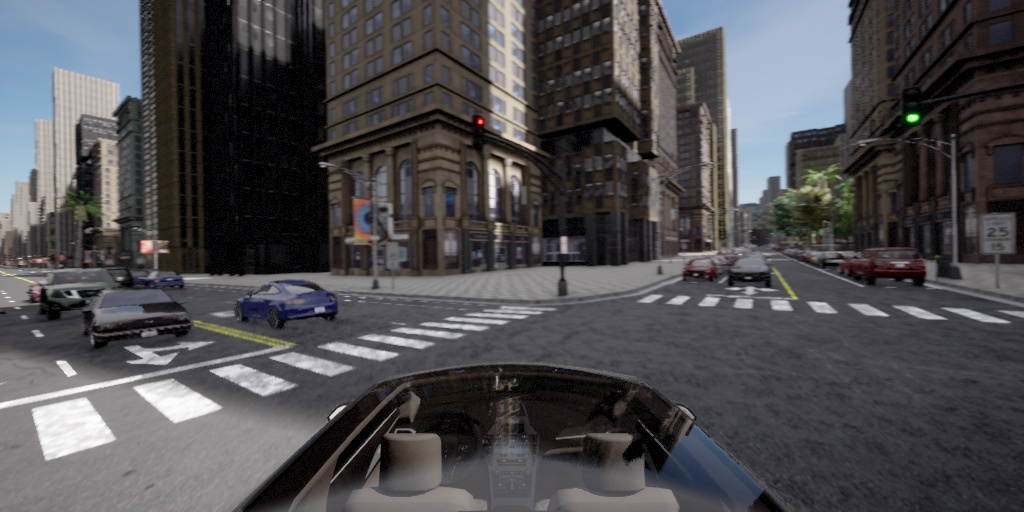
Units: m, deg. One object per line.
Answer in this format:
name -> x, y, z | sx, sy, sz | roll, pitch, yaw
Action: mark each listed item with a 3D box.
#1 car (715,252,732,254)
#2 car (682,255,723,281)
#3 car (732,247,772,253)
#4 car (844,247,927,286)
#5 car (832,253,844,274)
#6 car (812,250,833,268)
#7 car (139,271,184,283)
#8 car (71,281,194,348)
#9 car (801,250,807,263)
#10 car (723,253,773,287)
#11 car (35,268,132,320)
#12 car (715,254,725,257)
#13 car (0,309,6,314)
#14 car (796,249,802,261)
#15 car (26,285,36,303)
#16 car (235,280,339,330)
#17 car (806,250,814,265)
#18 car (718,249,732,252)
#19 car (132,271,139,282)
car -> 18.612, 0.605, 32.555 | 1.888, 1.381, 4.507 | 0, 0, 35
car -> 12.333, 0.826, 23.427 | 1.888, 1.381, 4.507 | 0, 0, 35
car -> 18.765, 0.449, 28.018 | 2.097, 1.767, 4.553 | -1, 1, 35
car -> 19.356, 0.481, 18.596 | 2.192, 1.841, 5.009 | 0, 0, 35
car -> 22.496, 0.602, 23.159 | 1.888, 1.381, 4.507 | 0, 0, 35
car -> 28.776, 0.397, 32.288 | 1.948, 1.339, 4.313 | 0, 0, 35
car -> -31.902, 2.127, 32.749 | 4.553, 1.767, 2.097 | -2, 0, 34
car -> -11.427, 1.675, 10.806 | 5.357, 1.411, 2.033 | -2, 0, 37
car -> 35.056, 0.173, 41.417 | 1.802, 1.307, 4.207 | 0, 0, 35
car -> 13.117, 0.773, 19.820 | 1.882, 1.535, 5.008 | -1, 1, 35
car -> -19.667, 1.601, 16.393 | 5.566, 2.045, 2.150 | -2, 0, 34
car -> 15.473, 0.722, 27.991 | 2.007, 1.370, 4.403 | 0, 0, 35
car -> -13.013, 1.651, 7.927 | 4.902, 1.511, 2.128 | -2, 0, 36
car -> 38.196, -0.094, 45.982 | 1.967, 1.591, 4.097 | 0, 0, 35
car -> -30.139, 2.221, 23.578 | 4.674, 1.442, 1.812 | -2, 0, 35
car -> -7.835, 1.561, 12.450 | 4.674, 1.442, 1.812 | -2, -1, 35
car -> 32.013, 0.238, 36.993 | 1.751, 1.417, 4.829 | 0, 0, 35
car -> 24.892, 0.143, 41.683 | 2.192, 1.841, 5.009 | 0, 0, 35
car -> -33.952, 2.042, 30.332 | 5.566, 2.045, 2.150 | -2, 0, 34
